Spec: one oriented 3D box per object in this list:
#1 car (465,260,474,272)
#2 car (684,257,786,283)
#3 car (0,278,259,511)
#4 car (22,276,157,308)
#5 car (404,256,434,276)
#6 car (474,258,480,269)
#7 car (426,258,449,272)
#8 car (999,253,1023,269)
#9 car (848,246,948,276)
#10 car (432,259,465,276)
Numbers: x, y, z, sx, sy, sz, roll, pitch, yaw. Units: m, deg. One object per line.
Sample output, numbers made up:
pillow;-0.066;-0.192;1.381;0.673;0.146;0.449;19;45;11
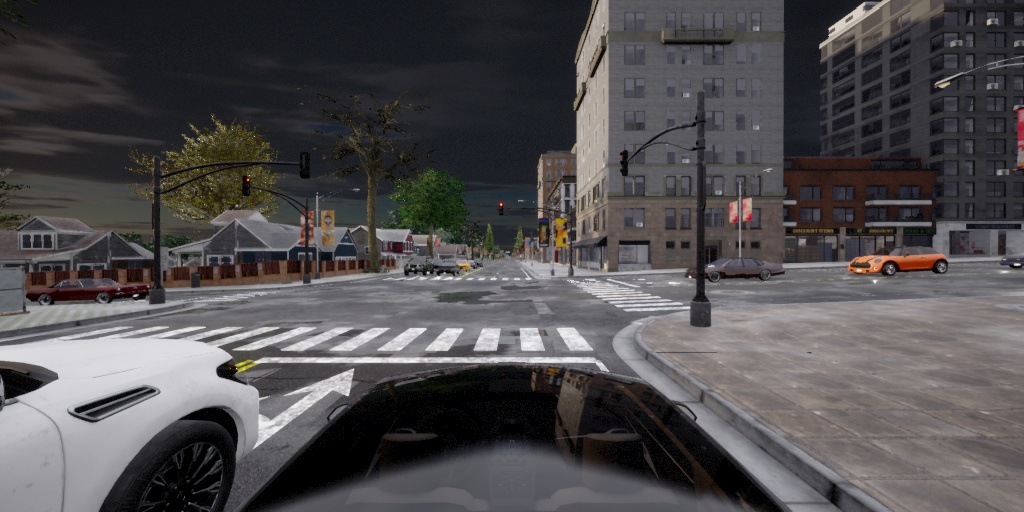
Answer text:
car;-6.637;1.262;47.679;1.882;1.535;5.008;0;0;0
car;13.507;0.793;21.879;5.357;1.411;2.033;-2;0;0
car;-3.146;0.972;0.545;2.150;2.045;5.566;0;0;0
car;-21.638;1.807;18.524;4.718;1.301;1.895;-2;0;0
car;-9.875;0.991;38.582;2.150;2.045;5.566;0;0;0
car;-6.640;1.334;57.016;1.812;1.442;4.674;0;0;0
car;-9.884;1.137;48.053;2.097;1.767;4.553;0;0;0
car;33.567;0.038;21.943;5.357;1.411;2.033;-2;0;0
car;23.427;0.218;21.911;4.553;1.767;2.097;-2;0;0
car;-6.629;1.316;37.879;2.033;1.411;5.357;0;0;0
